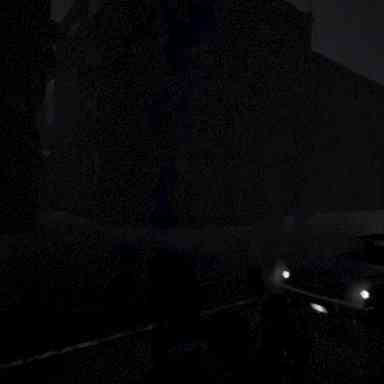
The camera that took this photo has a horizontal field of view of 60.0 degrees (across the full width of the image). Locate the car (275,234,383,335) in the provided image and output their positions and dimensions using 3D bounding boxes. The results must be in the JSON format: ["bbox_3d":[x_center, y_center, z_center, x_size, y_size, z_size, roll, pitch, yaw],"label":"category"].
[{"bbox_3d":[3.884,1.595,6.761,4.718,1.301,1.895,0,0,-35],"label":"car"}]
